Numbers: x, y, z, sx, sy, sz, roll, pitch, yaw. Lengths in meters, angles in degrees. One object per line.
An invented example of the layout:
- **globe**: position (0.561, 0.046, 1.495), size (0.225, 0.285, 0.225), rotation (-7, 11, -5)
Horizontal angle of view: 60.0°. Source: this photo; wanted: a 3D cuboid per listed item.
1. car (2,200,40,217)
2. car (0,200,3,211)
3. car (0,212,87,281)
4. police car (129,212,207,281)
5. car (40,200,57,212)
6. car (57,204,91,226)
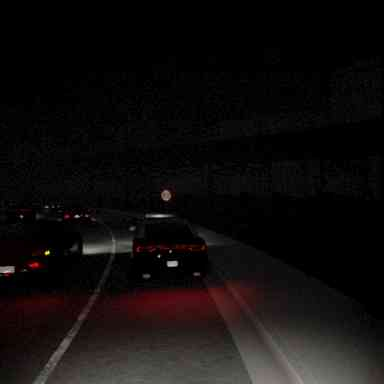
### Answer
- **car**: position (-13.328, 1.560, 26.093), size (2.128, 1.511, 4.902), rotation (0, 0, -26)
- **car**: position (-22.405, 1.642, 39.110), size (2.128, 1.511, 4.902), rotation (-1, 0, -42)
- **car**: position (-4.406, 1.534, 9.585), size (1.812, 1.442, 4.674), rotation (0, 0, -9)
- **police car**: position (-0.852, 1.422, 10.087), size (1.930, 1.638, 5.238), rotation (0, 0, -9)
- **car**: position (-16.291, 1.628, 37.331), size (2.033, 1.411, 5.357), rotation (-1, 0, -37)
- **car**: position (-8.142, 1.577, 23.194), size (2.033, 1.411, 5.357), rotation (0, 0, -22)
